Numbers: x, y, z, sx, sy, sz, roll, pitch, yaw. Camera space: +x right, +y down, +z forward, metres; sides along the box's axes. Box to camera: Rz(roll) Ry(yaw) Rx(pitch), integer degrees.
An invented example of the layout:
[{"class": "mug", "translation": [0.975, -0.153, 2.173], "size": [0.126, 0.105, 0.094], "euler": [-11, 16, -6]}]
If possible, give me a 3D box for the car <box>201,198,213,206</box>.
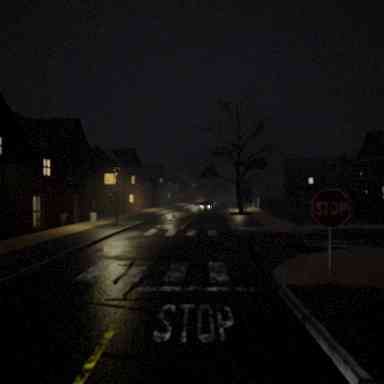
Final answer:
[{"class": "car", "translation": [2.800, 1.778, 61.176], "size": [2.033, 1.411, 5.357], "euler": [0, 0, 10]}]
